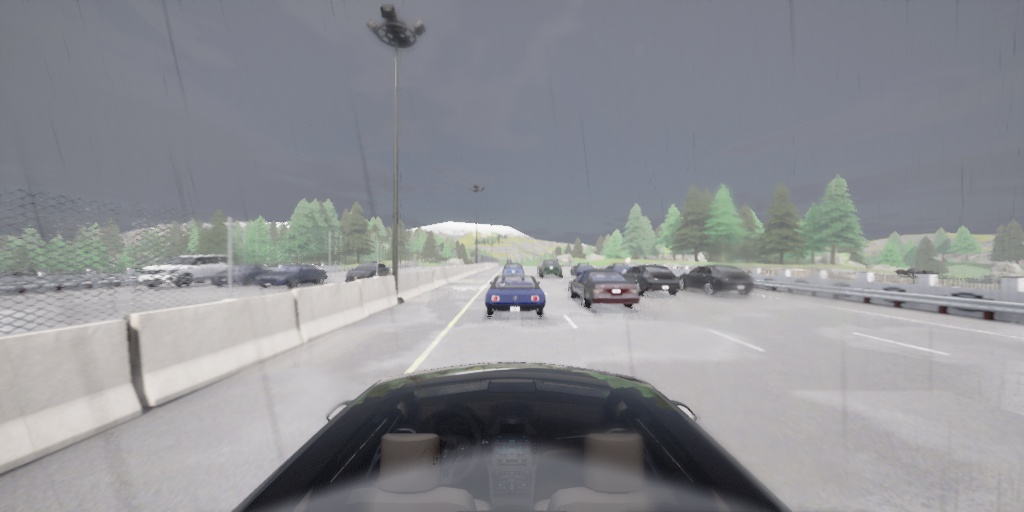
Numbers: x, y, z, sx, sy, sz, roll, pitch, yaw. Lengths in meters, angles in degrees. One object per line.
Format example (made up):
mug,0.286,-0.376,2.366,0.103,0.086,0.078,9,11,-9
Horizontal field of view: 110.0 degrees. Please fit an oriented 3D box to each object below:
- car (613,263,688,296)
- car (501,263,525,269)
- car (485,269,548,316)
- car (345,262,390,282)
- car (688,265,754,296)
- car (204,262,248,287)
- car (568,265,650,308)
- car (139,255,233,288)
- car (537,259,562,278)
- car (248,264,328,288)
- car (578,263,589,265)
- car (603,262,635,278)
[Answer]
car,7.102,1.212,19.011,1.837,1.490,4.892,0,0,0
car,0.101,1.287,29.845,2.033,1.411,5.357,0,0,0
car,0.101,1.317,13.111,1.895,1.301,4.718,0,0,0
car,-10.597,1.227,26.724,1.837,1.490,4.892,0,0,0
car,10.601,1.212,19.029,1.837,1.490,4.892,0,0,0
car,-17.597,1.278,23.902,1.994,1.385,4.181,0,0,0
car,3.601,1.260,14.880,2.033,1.411,5.357,0,0,0
car,-21.098,0.936,23.768,2.150,2.045,5.566,0,0,0
car,3.601,1.132,34.958,2.097,1.767,4.553,0,0,0
car,-14.100,1.260,23.394,2.033,1.411,5.357,0,0,0
car,7.101,1.353,35.908,1.994,1.385,4.181,0,-1,0
car,10.601,1.352,35.803,1.994,1.385,4.181,0,-1,0
